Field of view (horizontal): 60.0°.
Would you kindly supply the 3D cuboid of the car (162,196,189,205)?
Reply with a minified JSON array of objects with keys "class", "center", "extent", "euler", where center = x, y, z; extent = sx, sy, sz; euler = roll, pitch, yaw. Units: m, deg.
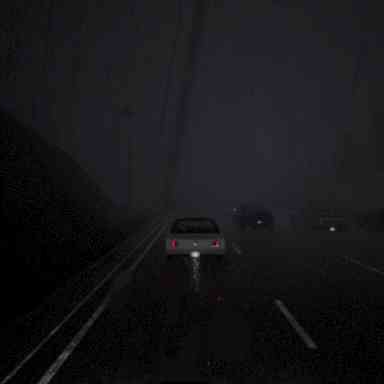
[{"class":"car","center":[-2.807,1.419,56.828],"extent":[1.882,1.535,5.008],"euler":[2,-1,-41]}]

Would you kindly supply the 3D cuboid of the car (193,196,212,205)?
[{"class":"car","center":[1.406,1.447,57.116],"extent":[1.837,1.490,4.892],"euler":[3,-1,-37]}]

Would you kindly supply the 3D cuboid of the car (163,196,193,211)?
[{"class":"car","center":[-1.806,1.522,40.363],"extent":[1.994,1.385,4.181],"euler":[0,0,-17]}]

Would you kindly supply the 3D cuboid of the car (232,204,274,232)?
[{"class":"car","center":[3.601,1.457,20.216],"extent":[1.882,1.535,5.008],"euler":[0,0,0]}]

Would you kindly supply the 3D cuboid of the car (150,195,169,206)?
[{"class":"car","center":[-4.779,1.297,53.417],"extent":[2.097,1.767,4.553],"euler":[0,0,-39]}]

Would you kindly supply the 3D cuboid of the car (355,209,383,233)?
[{"class":"car","center":[10.601,1.582,17.946],"extent":[1.895,1.301,4.718],"euler":[0,0,0]}]

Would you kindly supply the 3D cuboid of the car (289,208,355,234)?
[{"class":"car","center":[7.101,1.581,19.038],"extent":[1.895,1.301,4.718],"euler":[0,0,0]}]

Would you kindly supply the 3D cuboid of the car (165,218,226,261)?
[{"class":"car","center":[0.101,1.588,12.218],"extent":[1.895,1.301,4.718],"euler":[0,0,0]}]
